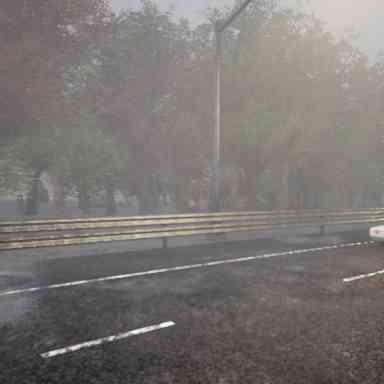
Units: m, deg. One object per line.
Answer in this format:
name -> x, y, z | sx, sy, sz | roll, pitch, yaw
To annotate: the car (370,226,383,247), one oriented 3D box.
car -> 9.803, 1.714, 14.251 | 4.718, 1.301, 1.895 | 0, 0, -32
